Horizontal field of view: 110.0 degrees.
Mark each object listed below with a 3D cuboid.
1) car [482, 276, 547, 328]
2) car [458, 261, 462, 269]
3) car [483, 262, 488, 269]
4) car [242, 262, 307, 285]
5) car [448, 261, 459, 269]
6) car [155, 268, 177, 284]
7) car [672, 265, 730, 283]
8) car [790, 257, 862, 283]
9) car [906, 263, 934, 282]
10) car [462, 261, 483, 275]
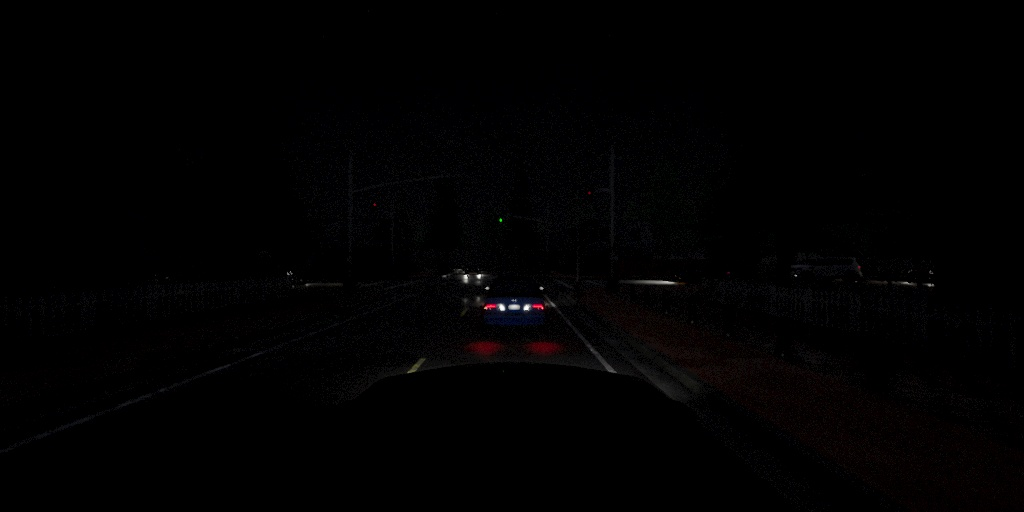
[{"bbox_3d":[0.074,1.352,11.597,2.033,1.411,5.357,0,0,0],"label":"car"},{"bbox_3d":[-6.301,1.549,53.324,2.033,1.411,5.357,0,0,-14],"label":"car"},{"bbox_3d":[-5.649,1.620,63.151,1.994,1.385,4.181,0,0,-21],"label":"car"},{"bbox_3d":[-17.710,1.223,26.423,4.553,1.767,2.097,0,0,2],"label":"car"},{"bbox_3d":[-9.684,1.604,63.357,2.033,1.411,5.357,0,0,-23],"label":"car"},{"bbox_3d":[-27.575,1.437,26.713,4.181,1.385,1.994,0,0,2],"label":"car"},{"bbox_3d":[15.322,1.451,29.150,4.181,1.385,1.994,0,0,2],"label":"car"},{"bbox_3d":[24.687,1.107,28.870,5.566,2.045,2.150,0,0,1],"label":"car"},{"bbox_3d":[34.533,1.236,28.559,4.553,1.767,2.097,0,0,2],"label":"car"},{"bbox_3d":[-4.767,1.453,43.666,1.837,1.490,4.892,0,0,-6],"label":"car"}]
